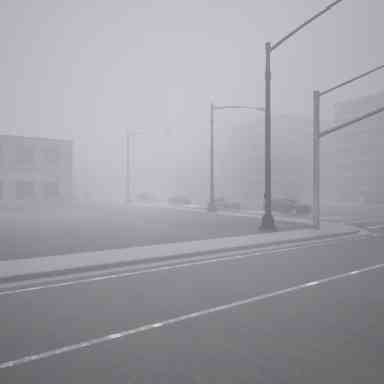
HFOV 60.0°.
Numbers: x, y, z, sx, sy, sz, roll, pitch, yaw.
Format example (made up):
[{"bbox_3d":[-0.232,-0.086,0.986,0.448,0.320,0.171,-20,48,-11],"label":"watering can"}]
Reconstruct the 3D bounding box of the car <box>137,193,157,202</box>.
[{"bbox_3d":[-7.640,0.866,56.399,2.128,1.511,4.902,0,1,-34],"label":"car"}]

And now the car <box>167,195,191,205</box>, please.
[{"bbox_3d":[-1.885,1.120,47.934,1.994,1.385,4.181,0,1,-34],"label":"car"}]

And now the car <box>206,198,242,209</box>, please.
[{"bbox_3d":[3.769,1.332,39.667,1.895,1.301,4.718,0,1,-34],"label":"car"}]

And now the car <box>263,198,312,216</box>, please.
[{"bbox_3d":[9.066,1.345,31.972,1.882,1.535,5.008,0,1,-35],"label":"car"}]
